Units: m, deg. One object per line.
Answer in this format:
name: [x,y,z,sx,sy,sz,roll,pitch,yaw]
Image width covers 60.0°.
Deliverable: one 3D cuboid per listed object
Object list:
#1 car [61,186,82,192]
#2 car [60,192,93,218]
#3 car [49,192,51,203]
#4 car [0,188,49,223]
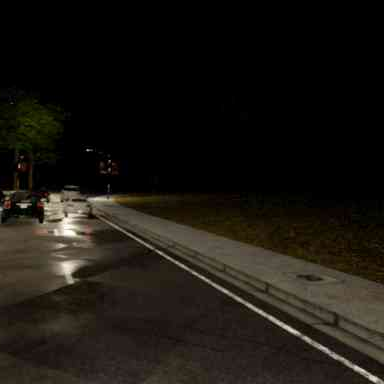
car: [-14.770,0.292,40.693,2.150,2.045,5.566,3,0,-18]
car: [-8.372,1.011,24.245,1.812,1.442,4.674,3,0,-24]
car: [-16.881,0.317,36.908,2.097,1.767,4.553,3,0,-20]
car: [-9.902,0.751,19.811,2.097,1.767,4.553,3,0,-24]
